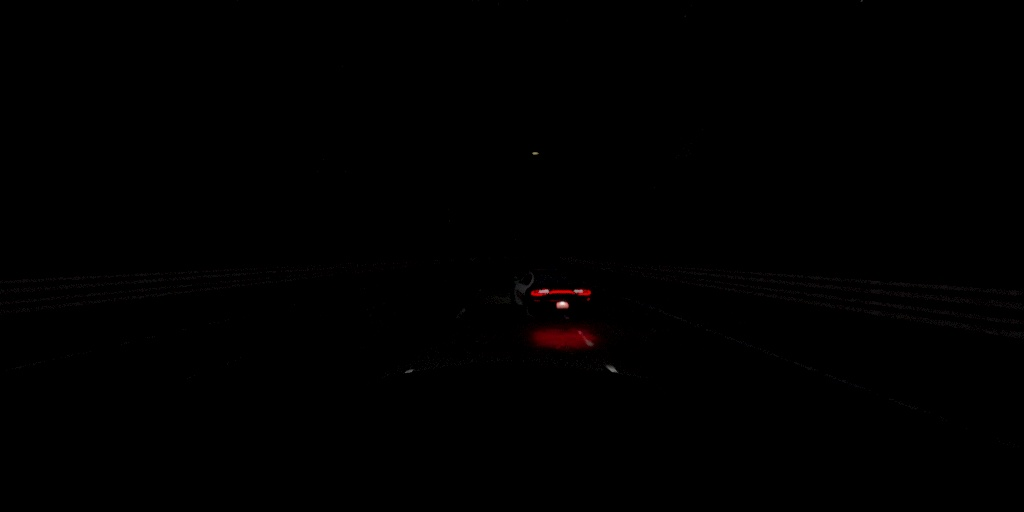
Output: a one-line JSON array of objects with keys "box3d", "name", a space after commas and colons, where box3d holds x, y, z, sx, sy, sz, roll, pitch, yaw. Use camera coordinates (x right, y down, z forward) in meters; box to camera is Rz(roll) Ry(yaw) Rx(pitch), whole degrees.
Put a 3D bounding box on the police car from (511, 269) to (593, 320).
[{"box3d": [1.137, 1.239, 12.689, 2.038, 1.542, 4.974, 0, 0, -7], "name": "police car"}]
